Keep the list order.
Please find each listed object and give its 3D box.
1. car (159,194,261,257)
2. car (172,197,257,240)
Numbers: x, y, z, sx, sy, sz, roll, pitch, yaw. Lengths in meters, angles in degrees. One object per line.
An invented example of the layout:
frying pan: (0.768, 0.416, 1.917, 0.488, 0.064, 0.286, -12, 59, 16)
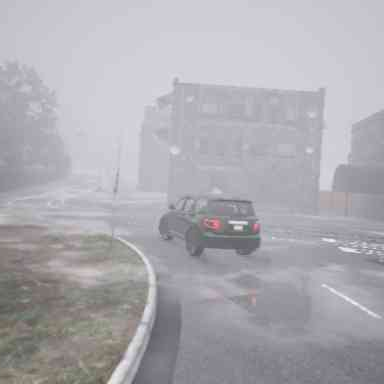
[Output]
car: (0.459, 1.130, 12.742, 2.150, 2.045, 5.566, 4, 0, -21)
car: (1.028, 1.271, 17.790, 2.097, 1.767, 4.553, 3, 0, -33)
